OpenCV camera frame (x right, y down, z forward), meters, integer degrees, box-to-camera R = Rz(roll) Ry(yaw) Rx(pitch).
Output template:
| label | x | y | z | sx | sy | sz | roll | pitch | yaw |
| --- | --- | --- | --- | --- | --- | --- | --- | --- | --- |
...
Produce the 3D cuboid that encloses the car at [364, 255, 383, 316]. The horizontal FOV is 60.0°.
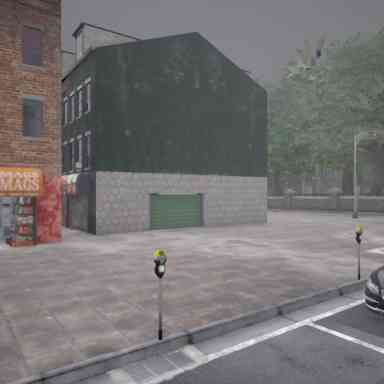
| label | x | y | z | sx | sy | sz | roll | pitch | yaw |
| --- | --- | --- | --- | --- | --- | --- | --- | --- | --- |
| car | 5.046 | 1.551 | 6.424 | 4.403 | 1.369 | 2.008 | 0 | 0 | -36 |
